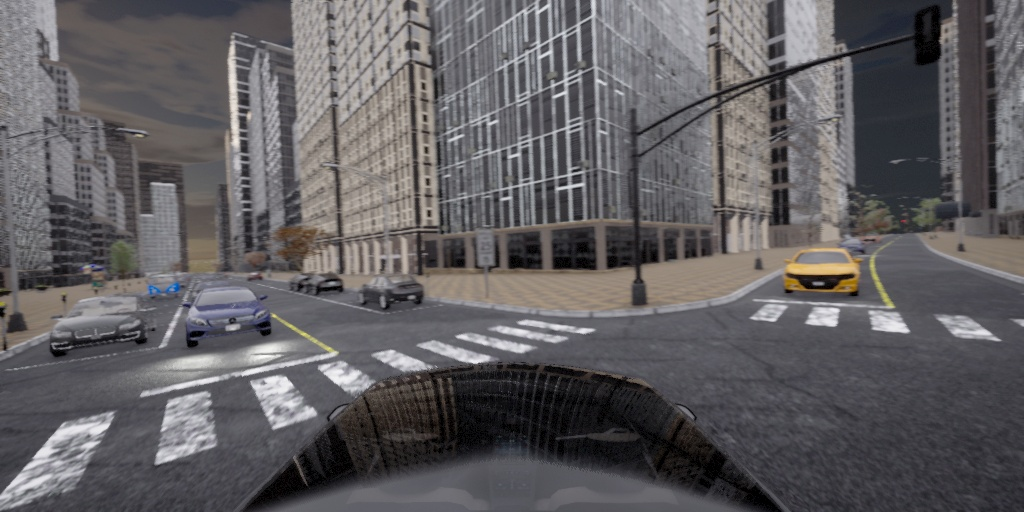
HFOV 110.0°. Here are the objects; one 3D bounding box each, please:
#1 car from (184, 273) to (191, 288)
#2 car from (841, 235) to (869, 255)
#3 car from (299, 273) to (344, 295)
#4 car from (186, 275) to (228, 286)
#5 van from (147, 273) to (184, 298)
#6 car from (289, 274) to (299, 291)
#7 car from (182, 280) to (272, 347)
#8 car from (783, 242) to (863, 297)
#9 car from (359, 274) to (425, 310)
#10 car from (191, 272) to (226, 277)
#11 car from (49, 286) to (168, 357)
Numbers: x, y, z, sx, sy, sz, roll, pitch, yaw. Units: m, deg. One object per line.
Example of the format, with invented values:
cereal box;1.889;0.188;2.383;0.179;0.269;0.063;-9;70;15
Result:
car;-37.638;3.052;40.182;2.007;1.370;4.403;0;0;-41
car;31.143;-0.855;32.922;4.674;1.442;1.812;-4;2;-43
car;-12.839;1.848;24.536;1.948;1.339;4.313;0;0;-41
car;-16.743;2.052;20.168;2.033;1.411;5.357;-3;0;-41
van;-26.537;2.320;27.483;1.690;1.789;3.998;0;0;-41
car;-16.540;2.020;28.769;1.948;1.339;4.313;0;0;-41
car;-8.782;1.665;11.061;1.812;1.442;4.674;-3;0;-41
car;11.179;0.455;12.924;1.882;1.535;5.008;-1;2;43
car;-5.438;1.493;16.070;2.007;1.370;4.403;0;0;-41
car;-30.347;2.631;35.854;2.128;1.511;4.902;-3;0;-41
car;-11.734;1.846;10.550;2.007;1.370;4.403;0;0;-41
